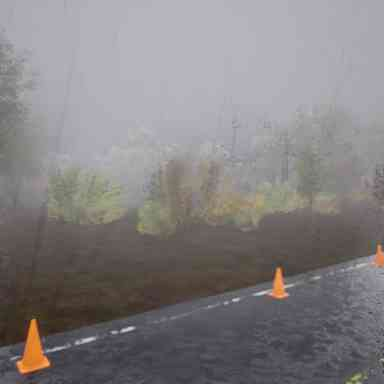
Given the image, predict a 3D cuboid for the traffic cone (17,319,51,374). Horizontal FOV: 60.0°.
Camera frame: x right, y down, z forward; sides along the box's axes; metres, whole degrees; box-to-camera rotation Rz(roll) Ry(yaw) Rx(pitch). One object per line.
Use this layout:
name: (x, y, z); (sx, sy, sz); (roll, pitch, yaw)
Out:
traffic cone: (-2.067, 1.964, 4.349); (0.340, 0.580, 0.340); (0, 0, -36)

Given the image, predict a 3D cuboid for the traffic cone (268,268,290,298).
traffic cone: (1.908, 1.959, 7.290); (0.340, 0.580, 0.340); (0, 0, -37)

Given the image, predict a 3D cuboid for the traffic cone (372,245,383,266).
traffic cone: (5.821, 1.954, 10.312); (0.340, 0.580, 0.340); (0, 0, -38)
